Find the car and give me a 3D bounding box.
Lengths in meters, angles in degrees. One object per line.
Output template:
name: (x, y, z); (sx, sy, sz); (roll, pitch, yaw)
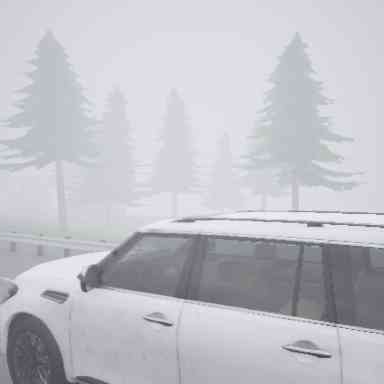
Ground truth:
car: (0.358, 1.221, 3.478); (5.566, 2.045, 2.150); (0, 0, 31)
